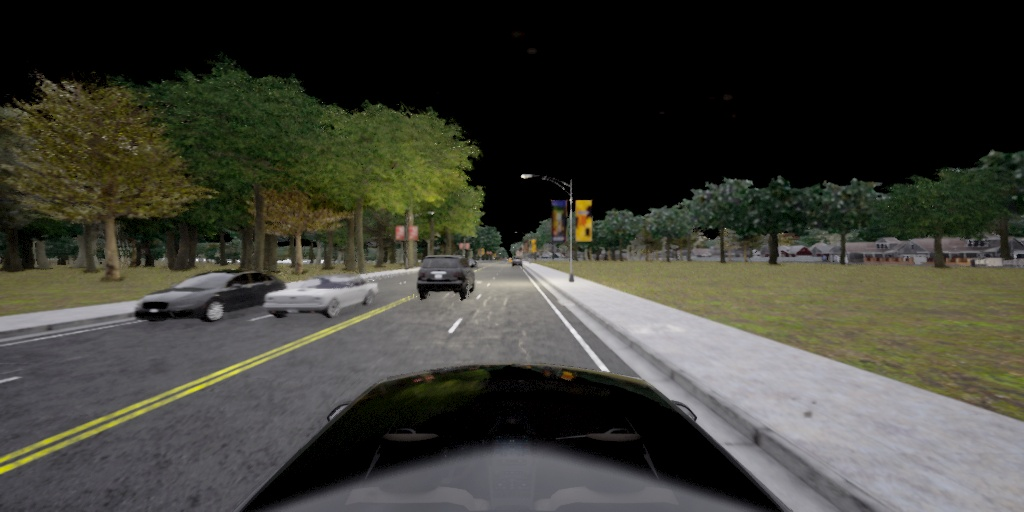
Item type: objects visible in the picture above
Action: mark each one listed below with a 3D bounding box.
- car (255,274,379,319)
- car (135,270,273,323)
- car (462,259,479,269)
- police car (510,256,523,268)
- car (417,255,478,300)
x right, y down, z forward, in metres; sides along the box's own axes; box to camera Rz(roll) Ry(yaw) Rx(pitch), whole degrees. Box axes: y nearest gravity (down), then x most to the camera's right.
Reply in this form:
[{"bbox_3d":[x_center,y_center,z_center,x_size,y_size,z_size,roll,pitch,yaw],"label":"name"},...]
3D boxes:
[{"bbox_3d":[-6.599,1.353,13.005,1.895,1.301,4.718,0,0,0],"label":"car"},{"bbox_3d":[-9.848,1.257,12.287,1.837,1.490,4.892,0,0,0],"label":"car"},{"bbox_3d":[-6.542,1.272,56.691,2.128,1.511,4.902,0,0,1],"label":"car"},{"bbox_3d":[0.978,1.220,64.950,1.930,1.638,5.238,0,0,0],"label":"police car"},{"bbox_3d":[-3.149,0.975,18.034,2.150,2.045,5.566,0,0,0],"label":"car"}]
